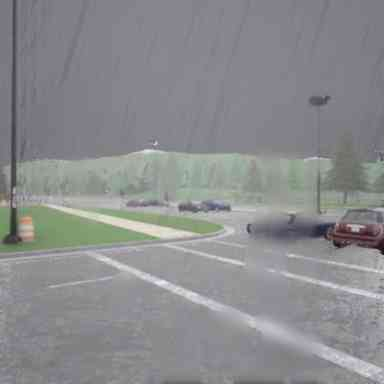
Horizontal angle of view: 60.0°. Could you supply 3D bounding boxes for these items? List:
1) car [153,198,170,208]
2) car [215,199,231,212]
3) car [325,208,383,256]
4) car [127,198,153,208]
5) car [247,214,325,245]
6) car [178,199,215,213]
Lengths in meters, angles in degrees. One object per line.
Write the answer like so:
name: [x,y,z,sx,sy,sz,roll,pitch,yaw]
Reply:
car: [-5.314,1.655,52.592,2.128,1.511,4.902,0,0,-35]
car: [2.776,1.635,40.930,1.882,1.535,5.008,0,0,-35]
car: [7.839,1.436,13.676,4.553,1.767,2.097,0,0,-36]
car: [-8.263,1.706,50.702,1.994,1.385,4.181,0,0,-35]
car: [4.919,1.679,15.888,4.718,1.301,1.895,0,0,-36]
car: [0.154,1.663,38.595,1.812,1.442,4.674,0,0,-35]
